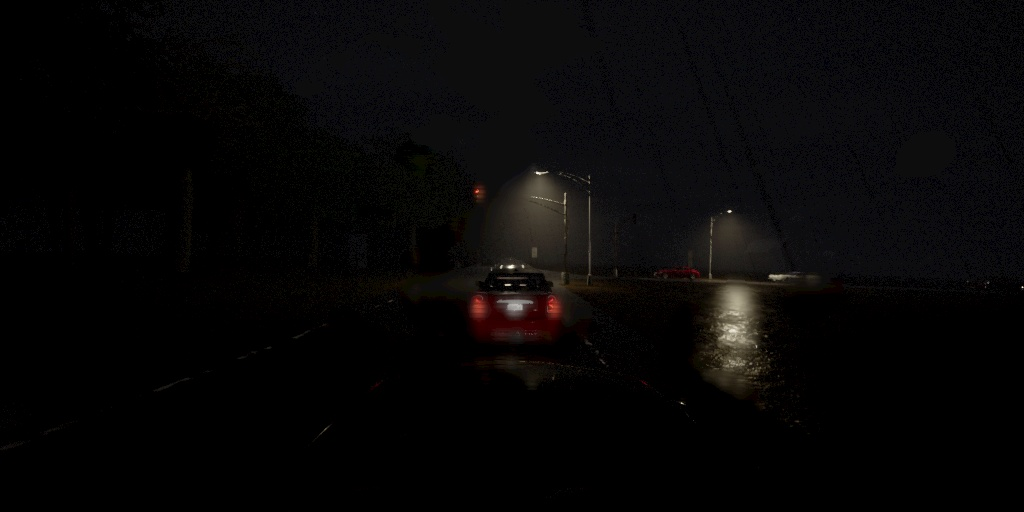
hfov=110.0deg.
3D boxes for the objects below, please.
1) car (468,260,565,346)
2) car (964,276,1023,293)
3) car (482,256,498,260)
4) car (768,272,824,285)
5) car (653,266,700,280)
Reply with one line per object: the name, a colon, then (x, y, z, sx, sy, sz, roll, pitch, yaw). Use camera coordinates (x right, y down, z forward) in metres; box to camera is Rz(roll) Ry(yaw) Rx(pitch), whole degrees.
car: (0.089, 1.089, 9.558, 2.097, 1.767, 4.553, 0, 0, 0)
car: (51.606, 2.883, 38.358, 4.553, 1.767, 2.097, 2, 0, 0)
car: (-3.659, 0.953, 55.872, 1.994, 1.385, 4.181, 0, 0, 0)
car: (30.294, 2.337, 38.388, 4.718, 1.301, 1.895, 2, 0, 0)
car: (17.580, 1.800, 38.344, 4.674, 1.442, 1.812, 2, 0, -1)
